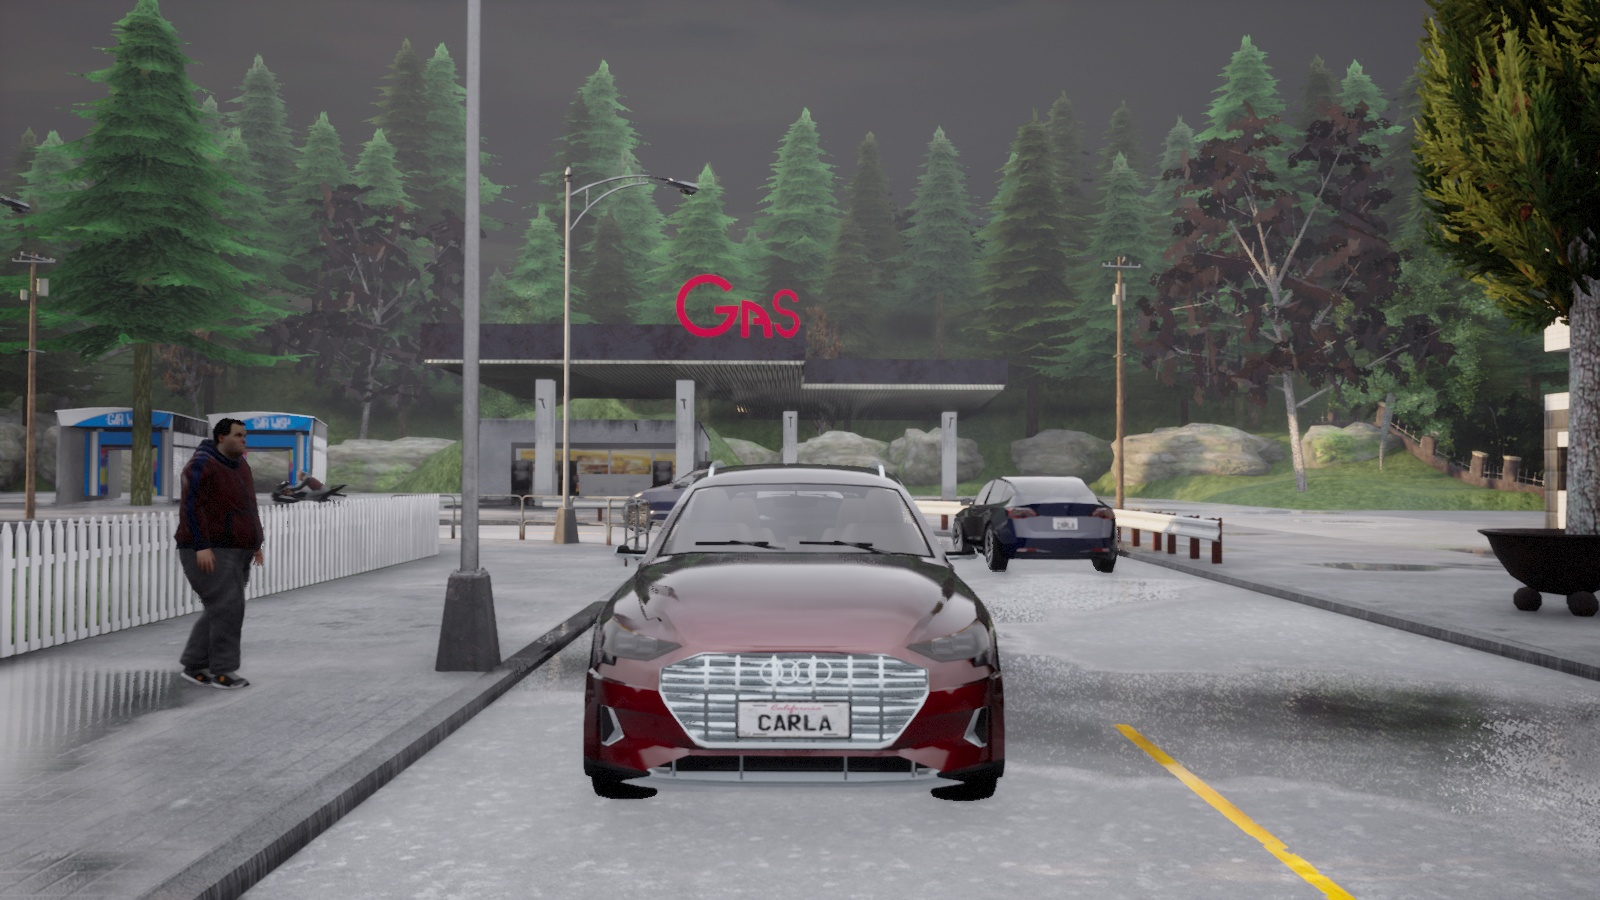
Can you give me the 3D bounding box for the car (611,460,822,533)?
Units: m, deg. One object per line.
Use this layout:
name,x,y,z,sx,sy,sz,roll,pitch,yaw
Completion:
car,-2.119,1.107,31.081,5.027,1.651,2.152,-1,-1,37

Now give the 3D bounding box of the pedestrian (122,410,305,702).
pedestrian,-3.885,0.675,8.348,0.899,1.844,0.634,0,-1,16

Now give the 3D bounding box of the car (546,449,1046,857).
car,-0.017,0.867,7.548,2.033,1.649,4.856,0,-1,0

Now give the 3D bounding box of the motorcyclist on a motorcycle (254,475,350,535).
motorcyclist on a motorcycle,-13.014,1.434,32.859,2.191,1.530,0.866,0,-1,-1

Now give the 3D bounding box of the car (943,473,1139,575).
car,3.846,1.140,21.015,2.163,1.488,4.792,0,-1,-2
